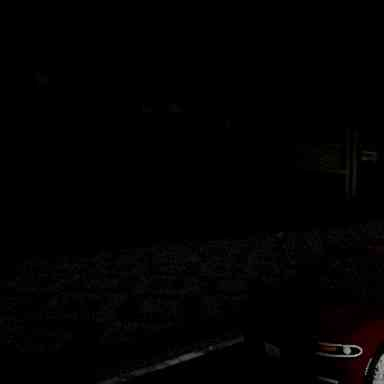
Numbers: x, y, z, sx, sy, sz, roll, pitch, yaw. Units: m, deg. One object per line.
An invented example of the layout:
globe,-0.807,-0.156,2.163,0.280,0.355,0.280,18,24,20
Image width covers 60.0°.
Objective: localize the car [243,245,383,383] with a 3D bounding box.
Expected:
car,2.760,1.528,4.970,4.507,1.381,1.887,0,1,-34
